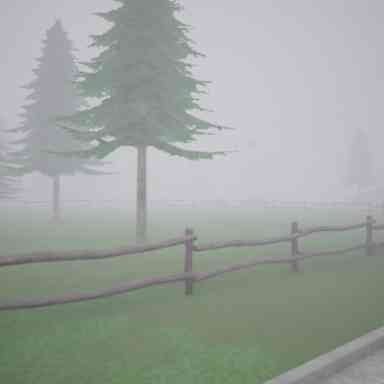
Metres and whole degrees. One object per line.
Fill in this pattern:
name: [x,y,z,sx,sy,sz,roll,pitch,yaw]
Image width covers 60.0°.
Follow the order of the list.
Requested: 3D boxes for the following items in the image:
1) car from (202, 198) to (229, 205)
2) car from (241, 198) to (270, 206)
car: [3.926,1.714,55.916,4.674,1.442,1.812,0,0,17]
car: [10.715,1.724,56.354,4.892,1.490,1.837,0,0,30]
